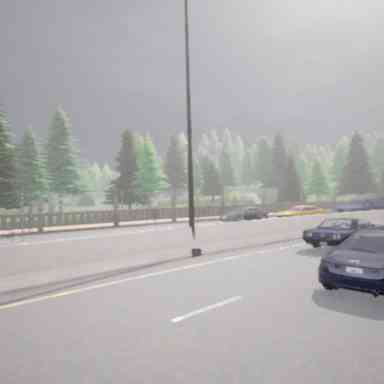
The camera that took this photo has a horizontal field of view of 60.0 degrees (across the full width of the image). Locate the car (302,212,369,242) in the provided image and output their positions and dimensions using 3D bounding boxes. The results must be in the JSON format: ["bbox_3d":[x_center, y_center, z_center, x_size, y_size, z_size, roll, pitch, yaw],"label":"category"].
[{"bbox_3d":[7.011,1.773,14.715,4.718,1.301,1.895,0,-2,-38],"label":"car"}]

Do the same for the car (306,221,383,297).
[{"bbox_3d":[4.980,1.643,8.467,4.181,1.385,1.994,0,-2,-42],"label":"car"}]

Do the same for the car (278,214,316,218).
[{"bbox_3d":[9.560,1.931,29.391,5.008,1.535,1.882,0,-2,-32],"label":"car"}]

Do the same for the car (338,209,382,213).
[{"bbox_3d":[14.317,1.518,28.216,5.566,2.045,2.150,0,-2,-29],"label":"car"}]

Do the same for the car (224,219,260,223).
[{"bbox_3d":[4.821,2.102,30.496,4.902,1.511,2.128,-1,-2,-34],"label":"car"}]
